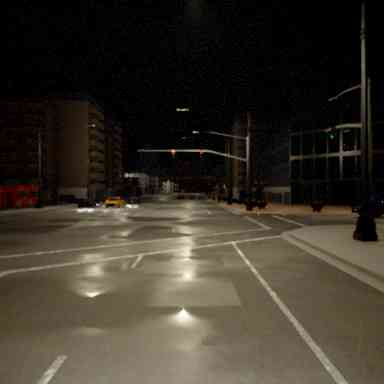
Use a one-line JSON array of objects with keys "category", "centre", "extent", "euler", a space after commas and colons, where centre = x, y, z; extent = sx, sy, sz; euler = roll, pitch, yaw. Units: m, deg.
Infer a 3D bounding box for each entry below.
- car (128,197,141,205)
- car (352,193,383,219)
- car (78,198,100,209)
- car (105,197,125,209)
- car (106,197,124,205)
[{"category": "car", "centre": [-10.567, 1.592, 61.122], "extent": [2.128, 1.511, 4.902], "euler": [0, 0, 0]}, {"category": "car", "centre": [15.629, 1.009, 26.134], "extent": [5.566, 2.045, 2.150], "euler": [-1, 0, 1]}, {"category": "car", "centre": [-14.103, 1.569, 45.504], "extent": [1.994, 1.385, 4.181], "euler": [0, 0, 0]}, {"category": "car", "centre": [-10.603, 1.464, 45.798], "extent": [1.882, 1.535, 5.008], "euler": [0, 0, 0]}, {"category": "car", "centre": [-14.065, 1.612, 60.999], "extent": [2.128, 1.511, 4.902], "euler": [0, 0, 0]}]
